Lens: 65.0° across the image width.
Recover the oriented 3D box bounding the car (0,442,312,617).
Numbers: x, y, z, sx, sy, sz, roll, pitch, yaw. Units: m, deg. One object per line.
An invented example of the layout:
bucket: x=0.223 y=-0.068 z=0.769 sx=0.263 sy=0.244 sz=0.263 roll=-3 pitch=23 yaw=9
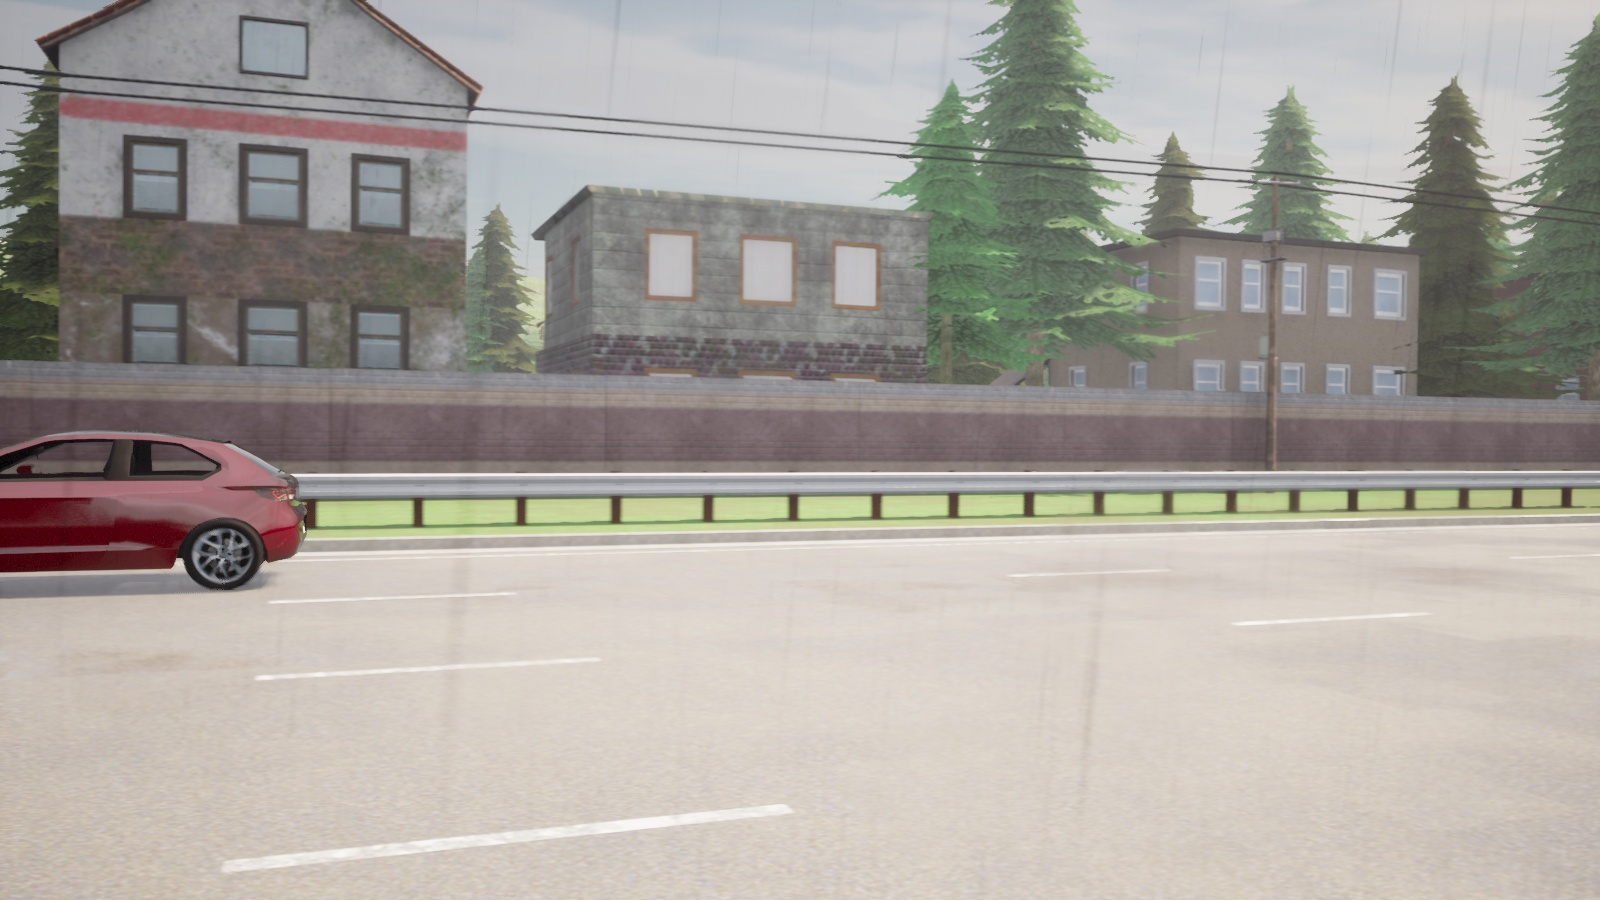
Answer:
car: x=-6.895 y=0.694 z=11.837 sx=4.193 sy=1.474 sz=1.816 roll=-1 pitch=1 yaw=-19
